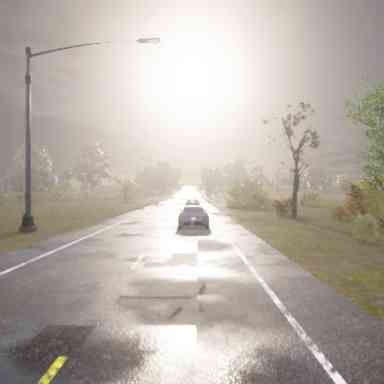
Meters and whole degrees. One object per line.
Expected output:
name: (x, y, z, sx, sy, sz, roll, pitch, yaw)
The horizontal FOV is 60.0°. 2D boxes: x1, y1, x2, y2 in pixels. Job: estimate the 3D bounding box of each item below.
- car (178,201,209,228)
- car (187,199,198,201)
car: (0.098, 1.558, 22.019, 1.994, 1.385, 4.181, 0, 0, 0)
car: (0.099, 1.533, 40.267, 2.033, 1.411, 5.357, 0, 0, 0)
